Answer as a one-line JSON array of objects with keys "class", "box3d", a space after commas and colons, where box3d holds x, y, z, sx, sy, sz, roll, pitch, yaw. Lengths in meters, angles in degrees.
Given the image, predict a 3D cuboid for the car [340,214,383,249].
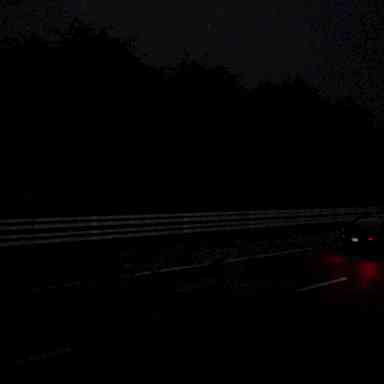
[{"class": "car", "box3d": [8.052, 1.648, 13.917, 4.674, 1.442, 1.812, 1, 0, -35]}]
